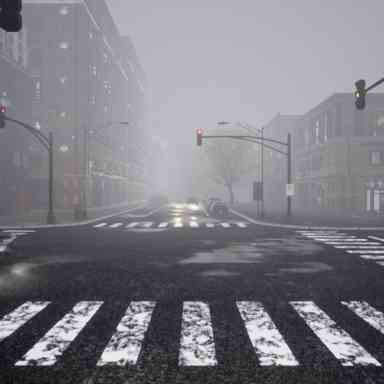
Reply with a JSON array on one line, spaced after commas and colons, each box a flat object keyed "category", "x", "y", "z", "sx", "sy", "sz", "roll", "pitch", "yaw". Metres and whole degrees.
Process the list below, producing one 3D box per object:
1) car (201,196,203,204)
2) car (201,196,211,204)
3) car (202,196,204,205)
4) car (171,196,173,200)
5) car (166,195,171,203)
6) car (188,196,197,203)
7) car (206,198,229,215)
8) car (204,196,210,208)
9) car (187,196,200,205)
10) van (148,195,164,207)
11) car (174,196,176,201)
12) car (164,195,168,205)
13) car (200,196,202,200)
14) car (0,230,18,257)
[{"category": "car", "x": 2.759, "y": 1.640, "z": 50.686, "sx": 1.802, "sy": 1.307, "sz": 4.206, "roll": 0, "pitch": 0, "yaw": 0}, {"category": "car", "x": 2.782, "y": 1.537, "z": 67.776, "sx": 1.967, "sy": 1.590, "sz": 4.097, "roll": 0, "pitch": 0, "yaw": 0}, {"category": "car", "x": 2.751, "y": 1.488, "z": 44.988, "sx": 1.967, "sy": 1.590, "sz": 4.097, "roll": 0, "pitch": 0, "yaw": 0}, {"category": "car", "x": -5.598, "y": 1.662, "z": 67.789, "sx": 1.947, "sy": 1.339, "sz": 4.313, "roll": 0, "pitch": 0, "yaw": 0}, {"category": "car", "x": -5.607, "y": 1.397, "z": 62.092, "sx": 2.192, "sy": 1.841, "sz": 5.009, "roll": 0, "pitch": 0, "yaw": 0}, {"category": "car", "x": 0.098, "y": 1.540, "z": 70.788, "sx": 1.812, "sy": 1.442, "sz": 4.674, "roll": 0, "pitch": 0, "yaw": 0}, {"category": "car", "x": 2.736, "y": 1.580, "z": 33.595, "sx": 2.008, "sy": 1.369, "sz": 4.403, "roll": 0, "pitch": 0, "yaw": 0}, {"category": "car", "x": 2.744, "y": 1.479, "z": 39.292, "sx": 1.967, "sy": 1.590, "sz": 4.097, "roll": 0, "pitch": 0, "yaw": 0}, {"category": "car", "x": 0.084, "y": 1.556, "z": 60.371, "sx": 1.882, "sy": 1.535, "sz": 5.008, "roll": 0, "pitch": 0, "yaw": 0}, {"category": "van", "x": -5.622, "y": 1.399, "z": 50.698, "sx": 1.690, "sy": 1.788, "sz": 3.998, "roll": 0, "pitch": 0, "yaw": 0}, {"category": "car", "x": -5.568, "y": 1.687, "z": 90.406, "sx": 1.752, "sy": 1.417, "sz": 4.829, "roll": 0, "pitch": 0, "yaw": 0}, {"category": "car", "x": -5.614, "y": 1.651, "z": 56.395, "sx": 1.802, "sy": 1.307, "sz": 4.206, "roll": 0, "pitch": 0, "yaw": 0}, {"category": "car", "x": 2.775, "y": 1.633, "z": 62.079, "sx": 2.008, "sy": 1.369, "sz": 4.403, "roll": 0, "pitch": 0, "yaw": 0}, {"category": "car", "x": -8.193, "y": 1.519, "z": 11.255, "sx": 4.674, "sy": 1.442, "sz": 1.812, "roll": 0, "pitch": 0, "yaw": 19}]
